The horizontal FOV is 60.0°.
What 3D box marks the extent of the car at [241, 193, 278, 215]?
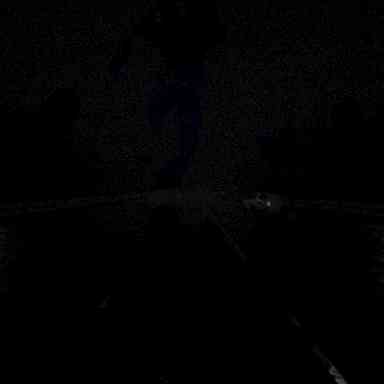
[{"bbox_3d":[6.361,1.065,31.714,2.150,2.045,5.566,0,0,-8],"label":"car"}]
